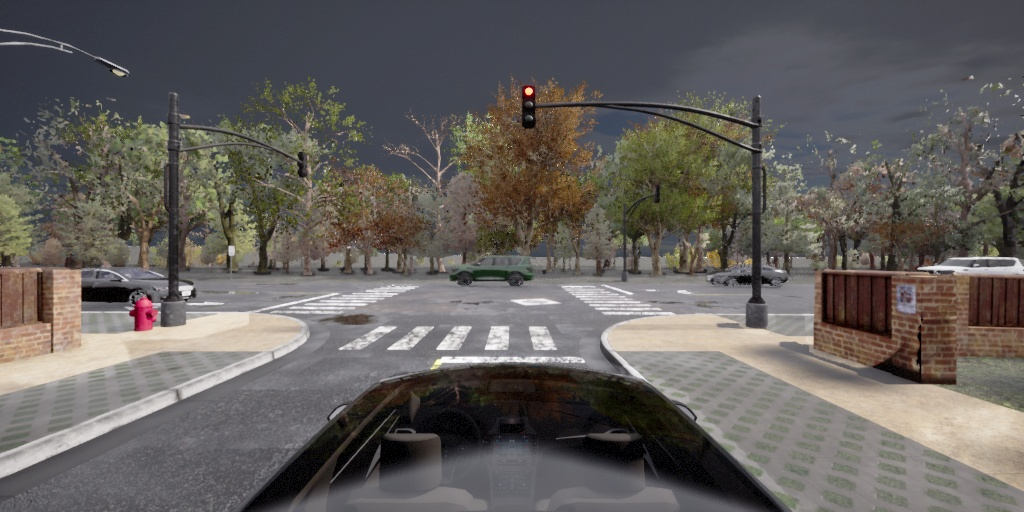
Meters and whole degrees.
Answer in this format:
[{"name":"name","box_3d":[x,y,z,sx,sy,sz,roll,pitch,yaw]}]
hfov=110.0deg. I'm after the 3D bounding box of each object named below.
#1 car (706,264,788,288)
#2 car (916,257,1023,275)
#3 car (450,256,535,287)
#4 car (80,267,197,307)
[{"name":"car","box_3d":[15.605,1.308,23.932,4.902,1.511,2.128,0,0,0]},{"name":"car","box_3d":[30.433,1.087,23.918,5.566,2.045,2.150,0,0,2]},{"name":"car","box_3d":[-1.286,0.980,23.911,5.566,2.045,2.150,1,0,0]},{"name":"car","box_3d":[-15.118,1.183,13.946,4.902,1.511,2.128,0,0,0]}]
